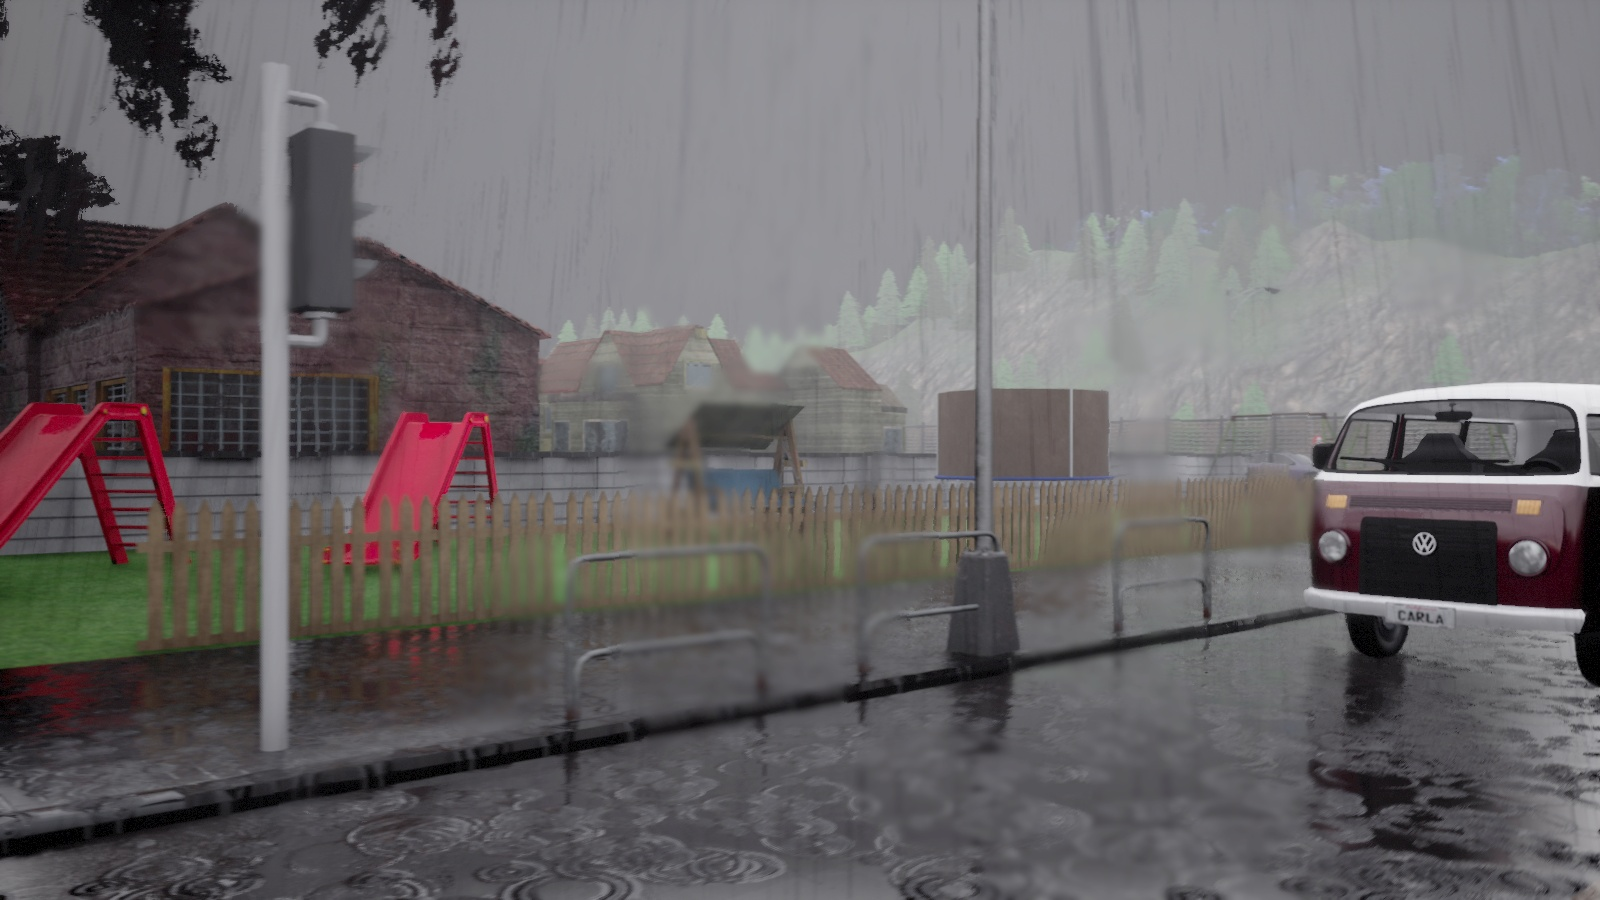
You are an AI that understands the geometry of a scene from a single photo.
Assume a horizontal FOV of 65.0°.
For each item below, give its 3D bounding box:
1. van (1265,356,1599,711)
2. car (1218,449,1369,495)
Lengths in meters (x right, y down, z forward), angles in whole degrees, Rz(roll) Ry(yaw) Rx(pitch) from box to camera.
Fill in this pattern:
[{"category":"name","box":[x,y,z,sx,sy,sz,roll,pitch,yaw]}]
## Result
[{"category":"van","box":[5.607,0.486,9.448,4.480,2.038,2.069,0,0,-41]},{"category":"car","box":[18.404,0.788,47.019,2.033,1.649,4.856,0,0,-41]}]
